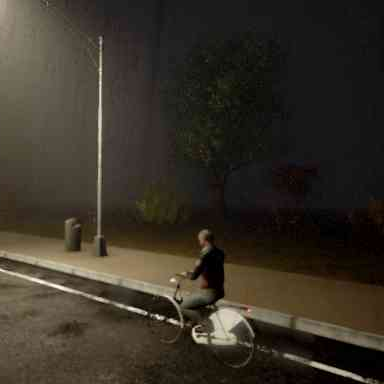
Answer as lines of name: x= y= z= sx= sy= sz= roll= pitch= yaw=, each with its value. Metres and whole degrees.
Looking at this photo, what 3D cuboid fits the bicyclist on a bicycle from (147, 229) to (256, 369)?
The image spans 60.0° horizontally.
bicyclist on a bicycle: x=0.033 y=1.396 z=4.644 sx=1.843 sy=1.776 sz=0.659 roll=0 pitch=0 yaw=37
